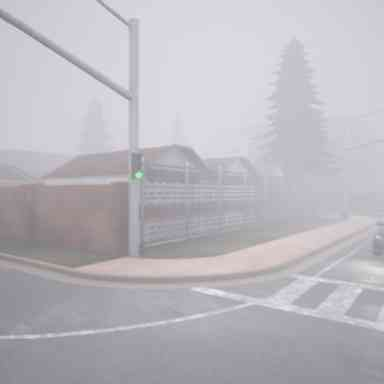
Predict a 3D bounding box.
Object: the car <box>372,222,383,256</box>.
[{"bbox_3d":[8.105,1.526,12.467,1.812,1.442,4.674,0,0,38],"label":"car"}]
